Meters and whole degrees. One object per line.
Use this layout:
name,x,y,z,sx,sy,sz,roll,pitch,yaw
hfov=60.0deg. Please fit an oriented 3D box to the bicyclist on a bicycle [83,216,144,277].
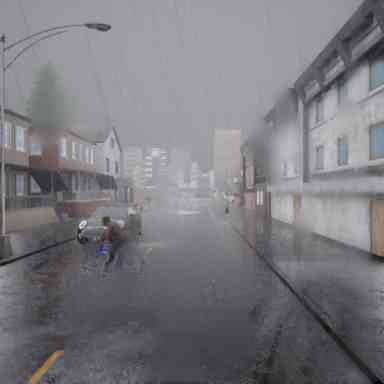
bicyclist on a bicycle,-2.096,1.453,8.800,1.656,1.620,0.582,-2,0,2

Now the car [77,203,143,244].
car,-3.697,1.353,15.663,2.097,1.767,4.553,0,0,2
